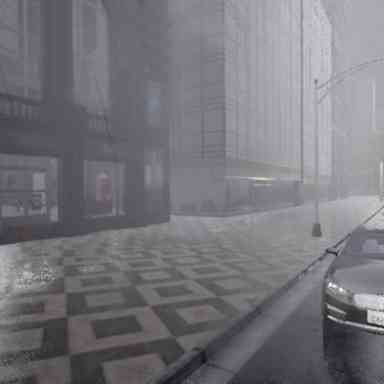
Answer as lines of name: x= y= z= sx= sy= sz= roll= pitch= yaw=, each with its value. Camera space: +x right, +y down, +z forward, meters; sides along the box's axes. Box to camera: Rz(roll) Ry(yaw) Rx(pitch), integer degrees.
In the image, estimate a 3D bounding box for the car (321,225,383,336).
car: x=3.938 y=1.485 z=6.667 sx=2.128 sy=1.511 sz=4.902 roll=0 pitch=0 yaw=32
